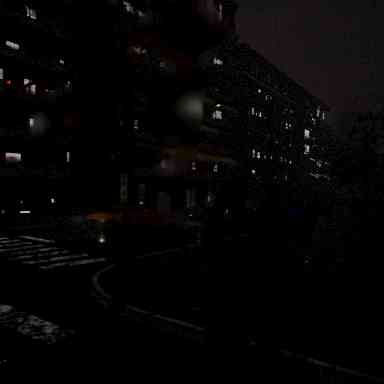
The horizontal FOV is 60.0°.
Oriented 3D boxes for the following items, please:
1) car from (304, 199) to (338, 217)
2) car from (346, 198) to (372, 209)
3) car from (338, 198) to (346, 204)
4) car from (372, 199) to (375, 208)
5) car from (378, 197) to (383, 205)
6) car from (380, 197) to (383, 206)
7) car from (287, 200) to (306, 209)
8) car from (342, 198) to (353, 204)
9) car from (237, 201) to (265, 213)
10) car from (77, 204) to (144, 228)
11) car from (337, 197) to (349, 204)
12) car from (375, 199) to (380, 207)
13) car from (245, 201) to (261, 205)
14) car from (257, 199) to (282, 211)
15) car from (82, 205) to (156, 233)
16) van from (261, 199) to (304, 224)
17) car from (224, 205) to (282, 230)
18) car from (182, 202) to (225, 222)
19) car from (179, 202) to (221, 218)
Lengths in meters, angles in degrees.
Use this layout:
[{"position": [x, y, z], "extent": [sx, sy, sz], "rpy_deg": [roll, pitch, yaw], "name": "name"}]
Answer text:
[{"position": [14.183, 1.837, 36.546], "extent": [1.967, 1.590, 4.097], "rpy_deg": [1, 0, 36], "name": "car"}, {"position": [27.327, 1.891, 54.355], "extent": [2.192, 1.841, 5.009], "rpy_deg": [1, 0, 36], "name": "car"}, {"position": [33.729, 2.176, 77.145], "extent": [1.947, 1.339, 4.313], "rpy_deg": [1, 0, 36], "name": "car"}, {"position": [30.609, 2.202, 58.806], "extent": [1.802, 1.307, 4.206], "rpy_deg": [1, 0, 36], "name": "car"}, {"position": [47.041, 2.150, 81.068], "extent": [2.192, 1.841, 5.009], "rpy_deg": [1, 0, 36], "name": "car"}, {"position": [37.181, 2.251, 67.710], "extent": [1.887, 1.381, 4.507], "rpy_deg": [1, 0, 36], "name": "car"}, {"position": [17.301, 1.974, 54.885], "extent": [1.802, 1.307, 4.206], "rpy_deg": [1, 0, 36], "name": "car"}, {"position": [40.200, 2.220, 85.912], "extent": [1.752, 1.417, 4.829], "rpy_deg": [1, 0, 36], "name": "car"}, {"position": [7.444, 1.840, 41.528], "extent": [1.802, 1.307, 4.206], "rpy_deg": [1, 0, 36], "name": "car"}, {"position": [-5.699, 1.626, 23.719], "extent": [2.008, 1.369, 4.403], "rpy_deg": [1, 0, 36], "name": "car"}, {"position": [37.016, 2.093, 81.598], "extent": [1.967, 1.590, 4.097], "rpy_deg": [1, 0, 36], "name": "car"}, {"position": [33.896, 2.104, 63.259], "extent": [1.967, 1.590, 4.097], "rpy_deg": [1, 0, 36], "name": "car"}, {"position": [7.467, 1.750, 37.179], "extent": [1.882, 1.535, 5.008], "rpy_deg": [1, 0, 37], "name": "car"}, {"position": [10.731, 1.743, 45.980], "extent": [1.967, 1.590, 4.097], "rpy_deg": [1, 0, 36], "name": "car"}, {"position": [-4.421, 1.585, 21.094], "extent": [1.882, 1.535, 5.008], "rpy_deg": [1, 0, 37], "name": "car"}, {"position": [7.612, 1.647, 27.641], "extent": [1.690, 1.788, 3.998], "rpy_deg": [1, 0, 36], "name": "van"}, {"position": [4.324, 1.827, 23.189], "extent": [1.947, 1.339, 4.313], "rpy_deg": [1, 0, 36], "name": "car"}, {"position": [1.333, 1.692, 28.879], "extent": [1.837, 1.490, 4.892], "rpy_deg": [1, 0, 36], "name": "car"}, {"position": [0.873, 1.712, 32.623], "extent": [1.887, 1.381, 4.507], "rpy_deg": [1, 0, 36], "name": "car"}]
